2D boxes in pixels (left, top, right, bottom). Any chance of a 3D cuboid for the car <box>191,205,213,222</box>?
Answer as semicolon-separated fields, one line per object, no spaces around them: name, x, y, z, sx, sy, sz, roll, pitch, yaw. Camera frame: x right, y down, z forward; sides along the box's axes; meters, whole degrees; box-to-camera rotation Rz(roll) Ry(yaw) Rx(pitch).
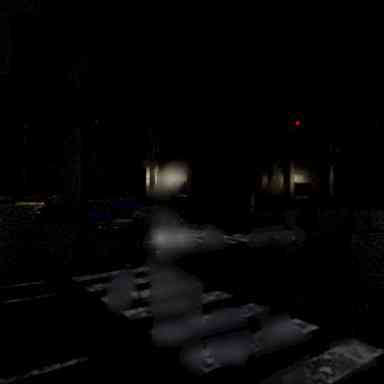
car;0.031;1.766;28.528;2.008;1.369;4.403;1;-1;-35

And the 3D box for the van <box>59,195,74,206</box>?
van;-23.035;1.558;60.893;1.690;1.788;3.998;1;-1;-35

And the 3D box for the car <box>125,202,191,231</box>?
car;-2.345;1.651;21.778;1.812;1.442;4.674;1;-1;-36

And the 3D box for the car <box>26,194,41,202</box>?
car;-39.512;1.543;84.009;2.192;1.841;5.009;1;-1;-35

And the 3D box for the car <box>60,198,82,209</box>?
car;-17.904;1.696;49.019;1.812;1.442;4.674;1;-1;-35

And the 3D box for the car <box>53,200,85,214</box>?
car;-14.345;1.667;38.610;2.033;1.411;5.357;1;-1;-36

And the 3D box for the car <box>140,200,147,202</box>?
car;-3.265;1.795;33.152;1.802;1.307;4.206;1;-1;-35

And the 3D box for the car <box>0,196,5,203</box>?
car;-43.159;1.658;74.434;1.947;1.339;4.313;1;-1;-35

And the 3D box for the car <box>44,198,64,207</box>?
car;-23.895;1.721;57.335;2.033;1.411;5.357;1;-1;-35

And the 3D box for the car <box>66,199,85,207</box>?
car;-19.742;1.797;56.267;1.802;1.307;4.206;1;-1;-35

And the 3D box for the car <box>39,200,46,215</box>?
car;-13.501;1.660;32.826;1.802;1.307;4.206;1;-1;-35

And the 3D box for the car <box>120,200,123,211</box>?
car;-8.305;1.647;30.124;1.812;1.442;4.674;1;-1;-35

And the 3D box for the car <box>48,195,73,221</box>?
car;-10.201;1.394;28.205;2.192;1.841;5.009;1;-1;-35

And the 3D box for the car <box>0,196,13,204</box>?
car;-36.566;1.528;65.189;1.967;1.590;4.097;1;-1;-35

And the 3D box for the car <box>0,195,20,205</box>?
car;-33.273;1.637;60.565;2.008;1.369;4.403;1;-1;-35

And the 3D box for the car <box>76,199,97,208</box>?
car;-16.447;1.795;51.644;1.802;1.307;4.206;1;-1;-35

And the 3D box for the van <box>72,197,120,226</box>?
van;-6.907;1.423;23.582;1.690;1.788;3.998;1;-1;-35

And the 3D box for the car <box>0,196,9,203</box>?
car;-39.764;1.615;69.673;1.752;1.417;4.829;1;-1;-35

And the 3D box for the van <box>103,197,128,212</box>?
van;-9.853;1.552;42.400;1.690;1.788;3.998;1;-1;-35

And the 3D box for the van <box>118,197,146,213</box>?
van;-6.558;1.552;37.777;1.690;1.788;3.998;1;-1;-35

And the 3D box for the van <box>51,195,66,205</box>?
van;-26.330;1.561;65.517;1.690;1.788;3.998;1;-1;-35
